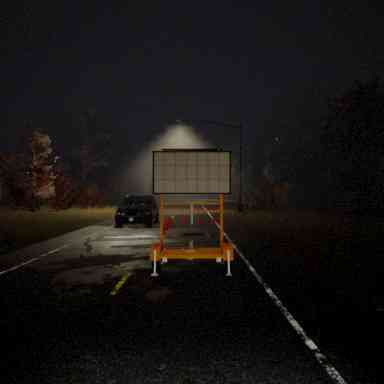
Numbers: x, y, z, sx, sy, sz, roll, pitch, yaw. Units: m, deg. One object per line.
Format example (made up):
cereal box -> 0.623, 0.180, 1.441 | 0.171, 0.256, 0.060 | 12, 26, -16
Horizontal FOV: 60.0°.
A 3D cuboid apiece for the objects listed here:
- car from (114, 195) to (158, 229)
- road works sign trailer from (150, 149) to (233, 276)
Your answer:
car -> -3.505, 1.220, 21.902 | 2.150, 2.045, 5.566 | 0, 0, 0
road works sign trailer -> -0.004, 0.464, 10.335 | 2.380, 3.560, 2.880 | 0, 0, 0
